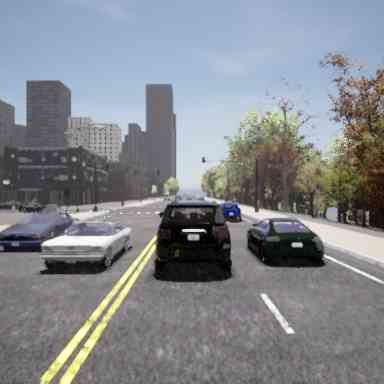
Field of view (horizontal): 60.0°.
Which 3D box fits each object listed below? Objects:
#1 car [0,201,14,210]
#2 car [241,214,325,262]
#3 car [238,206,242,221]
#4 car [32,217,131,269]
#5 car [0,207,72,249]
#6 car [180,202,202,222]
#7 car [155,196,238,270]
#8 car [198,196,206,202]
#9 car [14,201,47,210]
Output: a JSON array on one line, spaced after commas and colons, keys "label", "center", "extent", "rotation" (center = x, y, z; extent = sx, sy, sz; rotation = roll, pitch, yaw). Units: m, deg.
[{"label": "car", "center": [-28.655, 2.096, 51.810], "extent": [4.403, 1.369, 2.008], "rotation": [-1, 1, 0]}, {"label": "car", "center": [3.267, 1.626, 12.374], "extent": [1.994, 1.385, 4.181], "rotation": [0, 0, 0]}, {"label": "car", "center": [3.148, 1.625, 29.243], "extent": [1.882, 1.535, 5.008], "rotation": [0, 0, 0]}, {"label": "car", "center": [-3.424, 1.663, 11.571], "extent": [1.895, 1.301, 4.718], "rotation": [0, 0, 0]}, {"label": "car", "center": [-6.701, 1.630, 15.280], "extent": [2.033, 1.411, 5.357], "rotation": [0, 0, 0]}, {"label": "car", "center": [-0.101, 1.674, 29.037], "extent": [1.812, 1.442, 4.674], "rotation": [0, 0, 0]}, {"label": "car", "center": [0.025, 1.282, 11.360], "extent": [2.150, 2.045, 5.566], "rotation": [0, 0, 0]}, {"label": "car", "center": [2.606, 1.836, 89.798], "extent": [2.033, 1.411, 5.357], "rotation": [0, 0, 0]}, {"label": "car", "center": [-20.260, 2.051, 43.359], "extent": [4.313, 1.339, 1.947], "rotation": [-1, 1, 0]}]
